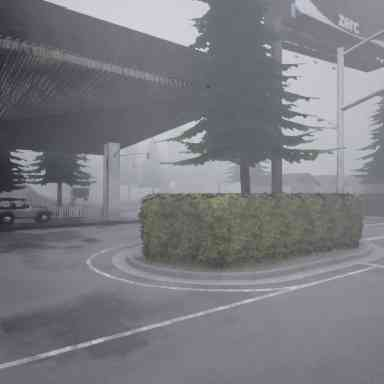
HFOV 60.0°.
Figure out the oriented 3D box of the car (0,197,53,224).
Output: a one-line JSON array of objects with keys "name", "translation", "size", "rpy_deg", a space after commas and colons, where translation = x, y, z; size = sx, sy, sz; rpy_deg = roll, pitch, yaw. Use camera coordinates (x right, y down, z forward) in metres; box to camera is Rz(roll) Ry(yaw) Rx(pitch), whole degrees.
[{"name": "car", "translation": [-12.003, 1.313, 23.463], "size": [3.866, 1.878, 1.905], "rpy_deg": [0, 0, -36]}]
